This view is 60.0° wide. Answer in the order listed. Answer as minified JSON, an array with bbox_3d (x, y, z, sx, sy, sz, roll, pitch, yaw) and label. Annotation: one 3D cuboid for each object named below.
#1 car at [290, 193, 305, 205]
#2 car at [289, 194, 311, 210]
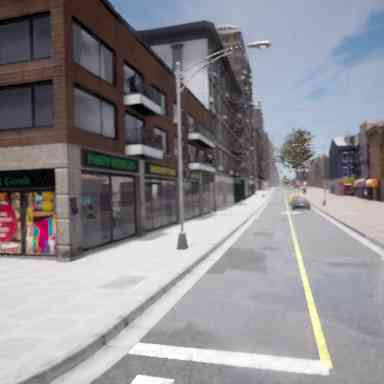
[{"bbox_3d":[15.359,0.972,48.803,1.882,1.535,5.008,-2,1,16],"label":"car"},{"bbox_3d":[12.500,1.296,38.183,1.994,1.385,4.181,-2,1,15],"label":"car"}]
